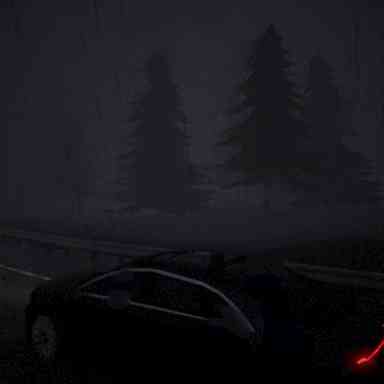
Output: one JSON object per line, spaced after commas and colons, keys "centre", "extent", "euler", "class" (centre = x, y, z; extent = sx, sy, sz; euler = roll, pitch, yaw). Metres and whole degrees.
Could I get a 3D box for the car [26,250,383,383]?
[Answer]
{"centre": [-0.224, 1.524, 4.241], "extent": [4.902, 1.511, 2.128], "euler": [-1, -1, 36], "class": "car"}
